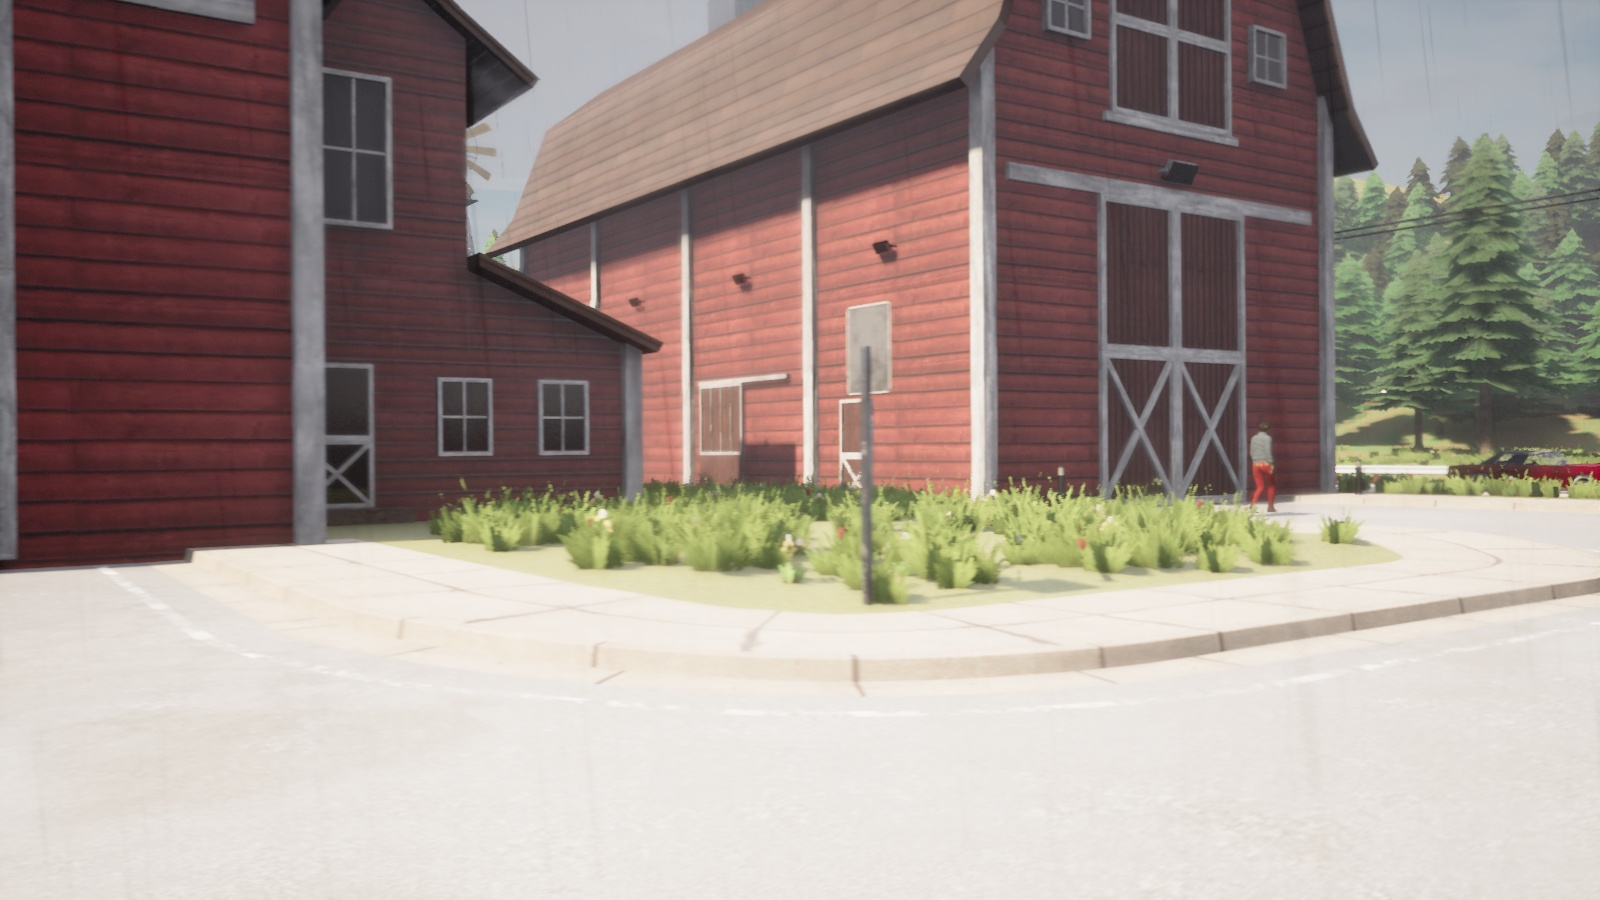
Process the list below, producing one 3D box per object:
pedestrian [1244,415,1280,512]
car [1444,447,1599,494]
[{"bbox_3d":[8.906,0.261,24.204,0.614,1.847,0.353,-1,0,-34],"label":"pedestrian"},{"bbox_3d":[21.722,0.573,36.807,1.895,1.301,4.718,-1,0,-34],"label":"car"}]
